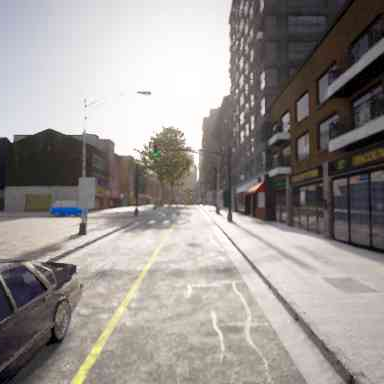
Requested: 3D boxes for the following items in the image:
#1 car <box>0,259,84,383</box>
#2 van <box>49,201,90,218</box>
[{"bbox_3d":[-2.851,1.571,3.713,2.033,1.411,5.357,0,0,0],"label":"car"},{"bbox_3d":[-12.927,1.886,35.335,3.998,1.788,1.690,0,-3,0],"label":"van"}]
